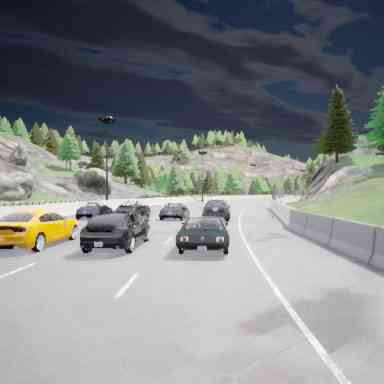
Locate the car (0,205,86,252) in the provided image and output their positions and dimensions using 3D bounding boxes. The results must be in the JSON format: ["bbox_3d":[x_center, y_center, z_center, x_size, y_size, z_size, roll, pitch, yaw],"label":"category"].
[{"bbox_3d":[-6.465,1.485,13.901,1.882,1.535,5.008,0,0,4],"label":"car"}]

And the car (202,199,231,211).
[{"bbox_3d":[2.064,1.366,27.068,2.097,1.767,4.553,0,0,9],"label":"car"}]

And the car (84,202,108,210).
[{"bbox_3d":[-8.313,1.572,28.671,1.994,1.385,4.181,0,0,9],"label":"car"}]

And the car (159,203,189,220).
[{"bbox_3d":[-1.392,1.572,27.622,1.994,1.385,4.181,0,0,9],"label":"car"}]

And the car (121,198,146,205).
[{"bbox_3d":[-4.852,1.495,28.147,2.128,1.511,4.902,0,0,9],"label":"car"}]

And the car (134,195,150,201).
[{"bbox_3d":[-12.964,1.451,86.868,1.837,1.490,4.892,0,0,23],"label":"car"}]

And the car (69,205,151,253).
[{"bbox_3d":[-2.975,1.516,13.639,1.837,1.490,4.892,0,0,4],"label":"car"}]

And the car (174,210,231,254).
[{"bbox_3d":[0.517,1.616,13.406,1.895,1.301,4.718,0,0,4],"label":"car"}]
